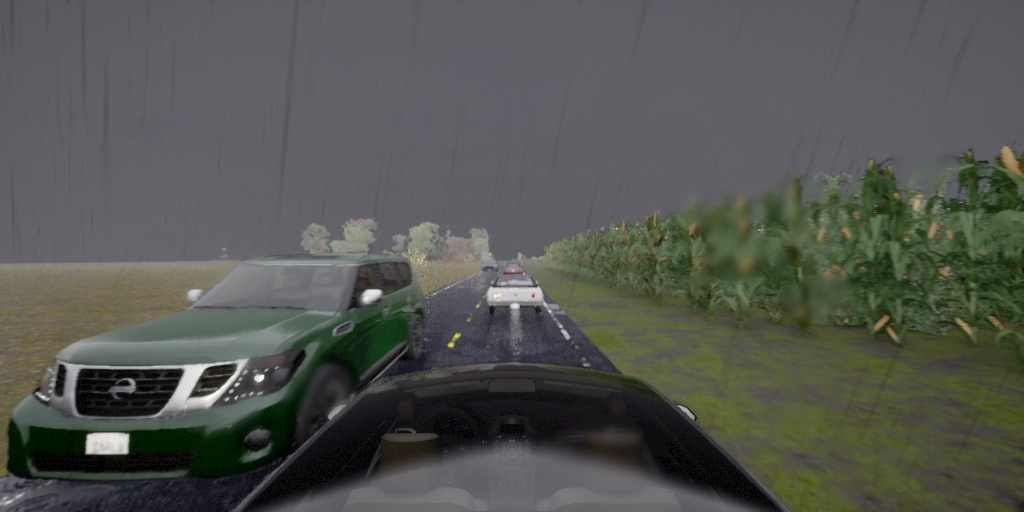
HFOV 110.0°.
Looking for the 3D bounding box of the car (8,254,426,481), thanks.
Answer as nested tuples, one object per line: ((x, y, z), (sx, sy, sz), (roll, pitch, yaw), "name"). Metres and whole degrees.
((-2.850, 0.975, 5.292), (2.150, 2.045, 5.566), (0, 0, 0), "car")

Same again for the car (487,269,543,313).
((0.103, 1.366, 14.104), (1.895, 1.301, 4.718), (0, 0, 0), "car")

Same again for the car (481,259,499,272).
((-2.822, 1.175, 46.961), (2.097, 1.767, 4.553), (0, 0, 0), "car")

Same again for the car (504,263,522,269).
((0.109, 1.364, 36.562), (1.994, 1.385, 4.181), (0, 0, 0), "car")
